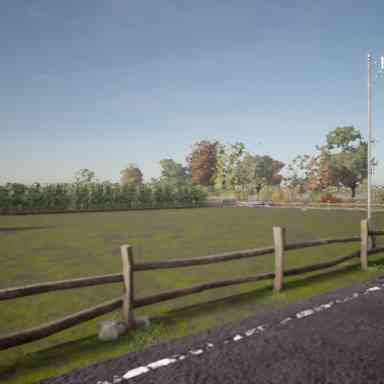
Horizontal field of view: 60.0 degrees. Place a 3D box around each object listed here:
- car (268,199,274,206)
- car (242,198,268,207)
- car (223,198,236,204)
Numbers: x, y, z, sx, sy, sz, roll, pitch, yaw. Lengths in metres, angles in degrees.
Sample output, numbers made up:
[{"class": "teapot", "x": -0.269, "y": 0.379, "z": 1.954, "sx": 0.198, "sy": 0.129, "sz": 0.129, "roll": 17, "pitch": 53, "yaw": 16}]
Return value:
[{"class": "car", "x": 13.161, "y": 1.922, "z": 61.708, "sx": 2.128, "sy": 1.511, "sz": 4.902, "roll": -1, "pitch": 0, "yaw": -23}, {"class": "car", "x": 11.006, "y": 2.051, "z": 59.864, "sx": 1.895, "sy": 1.301, "sz": 4.718, "roll": -1, "pitch": 0, "yaw": -25}, {"class": "car", "x": 8.671, "y": 2.072, "z": 76.396, "sx": 1.812, "sy": 1.442, "sz": 4.674, "roll": -1, "pitch": 0, "yaw": -16}]
